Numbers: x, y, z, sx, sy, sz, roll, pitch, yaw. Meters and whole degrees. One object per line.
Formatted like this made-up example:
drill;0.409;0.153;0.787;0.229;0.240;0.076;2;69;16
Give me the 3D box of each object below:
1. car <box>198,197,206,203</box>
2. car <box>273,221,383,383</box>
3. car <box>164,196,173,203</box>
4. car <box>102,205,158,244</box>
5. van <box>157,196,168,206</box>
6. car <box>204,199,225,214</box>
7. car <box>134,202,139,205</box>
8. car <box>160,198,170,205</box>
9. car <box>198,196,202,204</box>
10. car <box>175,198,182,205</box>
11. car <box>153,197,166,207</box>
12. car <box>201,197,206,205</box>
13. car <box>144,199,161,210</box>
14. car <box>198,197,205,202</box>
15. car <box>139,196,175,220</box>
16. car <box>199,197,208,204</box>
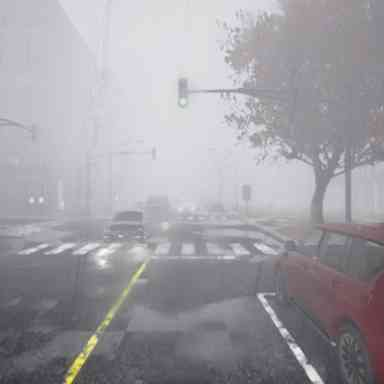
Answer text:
car;2.647;2.049;87.189;1.887;1.381;4.507;0;0;0
car;2.690;1.340;5.009;2.192;1.841;5.009;0;0;0
car;-5.731;1.907;81.653;1.967;1.590;4.097;0;0;0
car;-3.008;1.624;16.424;1.837;1.490;4.892;0;0;0
van;-5.722;1.703;65.056;1.690;1.788;3.998;0;0;0
car;2.672;1.741;37.395;1.887;1.381;4.507;0;0;0
car;-5.708;1.747;37.391;2.008;1.369;4.403;0;0;0
car;-5.725;1.979;70.586;1.802;1.307;4.206;0;0;0
car;2.658;1.944;65.057;1.802;1.307;4.206;0;0;0
car;-3.034;1.849;66.461;1.882;1.535;5.008;0;0;0
car;-5.719;1.768;59.522;1.967;1.590;4.097;0;0;0
car;2.666;1.787;48.630;1.752;1.417;4.829;0;0;0
car;-5.714;1.811;48.457;2.008;1.369;4.403;0;0;0
car;2.644;2.092;92.721;2.008;1.369;4.403;0;0;0
car;-3.015;1.399;29.865;2.150;2.045;5.566;0;0;0
car;2.652;1.958;76.293;1.752;1.417;4.829;0;0;0
